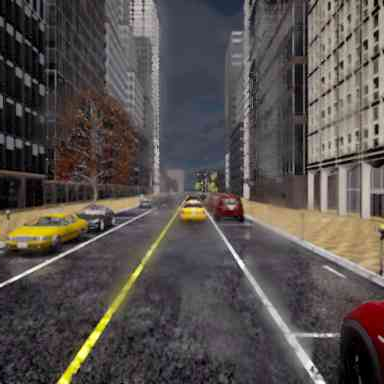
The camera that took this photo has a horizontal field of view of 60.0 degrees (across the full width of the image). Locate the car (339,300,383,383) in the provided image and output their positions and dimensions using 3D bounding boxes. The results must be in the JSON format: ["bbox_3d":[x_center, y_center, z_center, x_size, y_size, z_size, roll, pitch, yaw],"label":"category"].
[{"bbox_3d":[2.694,1.428,2.327,1.967,1.590,4.097,0,0,0],"label":"car"}]

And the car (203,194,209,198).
[{"bbox_3d":[2.702,1.122,36.479,2.192,1.841,5.009,0,0,0],"label":"car"}]

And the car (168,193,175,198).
[{"bbox_3d":[-5.667,1.046,93.416,1.802,1.307,4.206,0,0,0],"label":"car"}]

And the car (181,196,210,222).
[{"bbox_3d":[0.105,1.331,24.552,1.801,1.575,5.366,0,0,0],"label":"car"}]

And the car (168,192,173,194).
[{"bbox_3d":[-5.672,1.157,70.647,2.008,1.369,4.403,0,0,0],"label":"car"}]

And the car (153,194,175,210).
[{"bbox_3d":[-3.083,1.296,39.345,1.837,1.490,4.892,0,0,0],"label":"car"}]

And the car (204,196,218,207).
[{"bbox_3d":[2.704,1.267,48.033,1.752,1.417,4.829,0,0,0],"label":"car"}]

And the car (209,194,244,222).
[{"bbox_3d":[2.700,1.184,25.094,2.192,1.841,5.009,0,0,0],"label":"car"}]

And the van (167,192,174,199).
[{"bbox_3d":[-5.667,0.841,87.722,1.690,1.788,3.998,0,0,0],"label":"van"}]

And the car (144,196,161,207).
[{"bbox_3d":[-5.677,1.309,47.879,1.947,1.339,4.313,0,0,0],"label":"car"}]

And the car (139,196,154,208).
[{"bbox_3d":[-5.678,1.326,42.186,2.008,1.369,4.403,0,0,0],"label":"car"}]

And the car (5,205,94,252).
[{"bbox_3d":[-5.685,1.456,13.554,1.752,1.417,4.829,0,0,0],"label":"car"}]

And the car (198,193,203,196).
[{"bbox_3d":[0.109,1.259,41.174,1.882,1.535,5.008,0,0,0],"label":"car"}]

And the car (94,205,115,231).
[{"bbox_3d":[-5.684,1.451,19.417,2.008,1.369,4.403,0,0,0],"label":"car"}]
